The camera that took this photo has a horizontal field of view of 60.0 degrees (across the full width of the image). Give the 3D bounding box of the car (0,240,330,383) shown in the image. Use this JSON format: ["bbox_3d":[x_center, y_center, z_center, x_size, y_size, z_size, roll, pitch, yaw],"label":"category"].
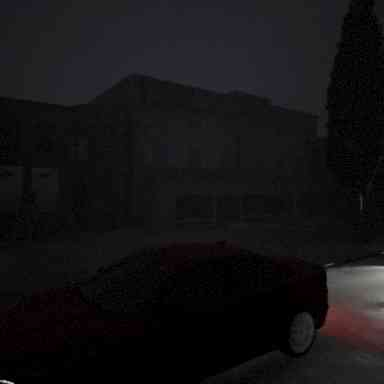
[{"bbox_3d":[-0.214,1.475,4.448,5.008,1.535,1.882,0,0,-35],"label":"car"}]
